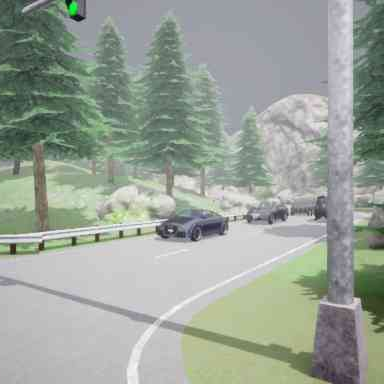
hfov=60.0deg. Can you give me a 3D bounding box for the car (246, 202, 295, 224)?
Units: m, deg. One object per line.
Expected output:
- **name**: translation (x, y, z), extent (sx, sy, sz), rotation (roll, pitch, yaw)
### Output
- **car**: translation (5.744, 1.507, 25.028), extent (2.128, 1.511, 4.902), rotation (0, 0, 34)

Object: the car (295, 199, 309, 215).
- **car**: translation (11.285, 1.520, 33.613), extent (1.837, 1.490, 4.892), rotation (0, 0, 27)

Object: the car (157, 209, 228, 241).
- **car**: translation (0.140, 1.579, 16.813), extent (1.994, 1.385, 4.181), rotation (0, 0, 34)

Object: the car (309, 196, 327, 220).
- **car**: translation (11.663, 1.352, 27.329), extent (2.150, 2.045, 5.566), rotation (0, -1, 34)
